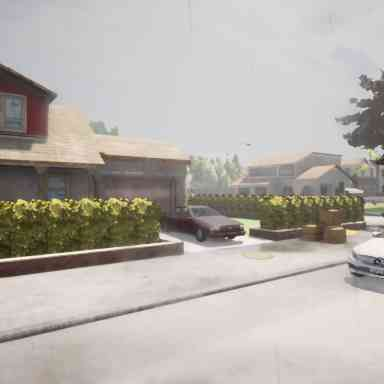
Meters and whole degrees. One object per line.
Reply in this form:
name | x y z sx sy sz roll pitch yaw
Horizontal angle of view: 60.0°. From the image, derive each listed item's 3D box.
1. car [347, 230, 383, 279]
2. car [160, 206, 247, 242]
car | 6.134 1.526 8.995 4.674 1.442 1.812 0 0 -36
car | 0.137 1.356 15.506 2.033 1.415 5.357 0 0 -33
